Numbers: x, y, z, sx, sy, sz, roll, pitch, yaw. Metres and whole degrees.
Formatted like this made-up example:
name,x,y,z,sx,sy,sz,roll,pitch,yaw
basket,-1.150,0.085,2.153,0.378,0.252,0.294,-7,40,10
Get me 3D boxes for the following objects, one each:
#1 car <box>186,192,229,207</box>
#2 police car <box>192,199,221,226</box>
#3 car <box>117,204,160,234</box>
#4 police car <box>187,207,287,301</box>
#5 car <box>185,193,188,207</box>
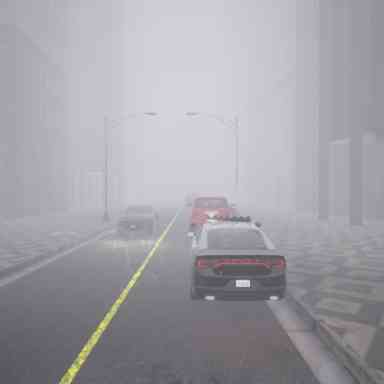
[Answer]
name,x,y,z,sx,sy,sz,roll,pitch,yaw
car,0.932,1.208,18.420,2.150,2.045,5.566,0,0,0
police car,0.944,1.396,24.500,1.930,1.638,5.238,0,0,0
car,-2.966,1.459,19.197,1.882,1.535,5.008,0,0,0
police car,0.914,1.422,8.501,1.930,1.638,5.238,0,0,0
car,0.122,1.131,48.271,2.150,2.045,5.566,0,0,1
